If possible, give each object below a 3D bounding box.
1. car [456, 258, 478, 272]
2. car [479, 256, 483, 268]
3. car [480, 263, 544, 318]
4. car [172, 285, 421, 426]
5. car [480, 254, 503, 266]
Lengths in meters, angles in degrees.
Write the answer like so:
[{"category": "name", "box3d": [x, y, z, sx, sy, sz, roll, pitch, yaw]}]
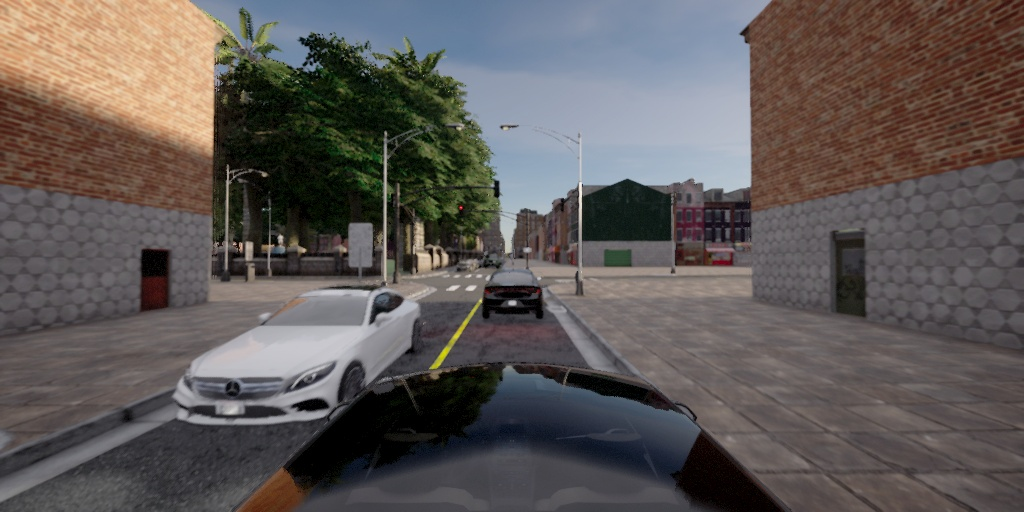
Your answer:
[{"category": "car", "box3d": [-5.426, 1.082, 41.788, 2.007, 1.370, 4.403, 0, 0, 0]}, {"category": "car", "box3d": [-5.438, 1.050, 48.924, 2.007, 1.370, 4.403, 0, 0, 0]}, {"category": "car", "box3d": [0.048, 1.164, 12.635, 1.882, 1.535, 5.008, 0, 0, 1]}, {"category": "car", "box3d": [-2.816, 1.250, 5.933, 1.812, 1.442, 4.674, 0, 0, 0]}, {"category": "car", "box3d": [-2.881, 0.714, 51.493, 2.150, 2.045, 5.566, 0, 0, 0]}]
